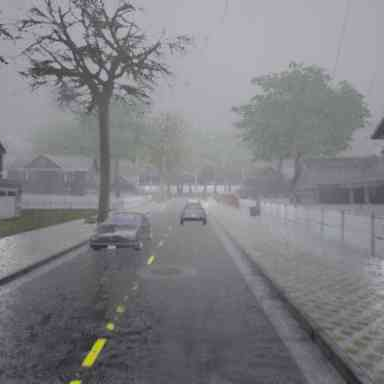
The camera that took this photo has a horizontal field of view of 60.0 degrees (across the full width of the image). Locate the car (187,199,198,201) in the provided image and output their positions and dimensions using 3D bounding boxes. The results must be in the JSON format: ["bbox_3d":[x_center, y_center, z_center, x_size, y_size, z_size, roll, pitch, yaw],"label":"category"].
[{"bbox_3d":[0.113,1.574,42.544,1.812,1.442,4.674,0,0,0],"label":"car"}]

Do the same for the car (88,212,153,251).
[{"bbox_3d":[-2.828,1.576,14.430,2.033,1.411,5.357,0,0,0],"label":"car"}]

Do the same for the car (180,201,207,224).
[{"bbox_3d":[0.103,1.608,25.418,1.994,1.385,4.181,0,0,0],"label":"car"}]
